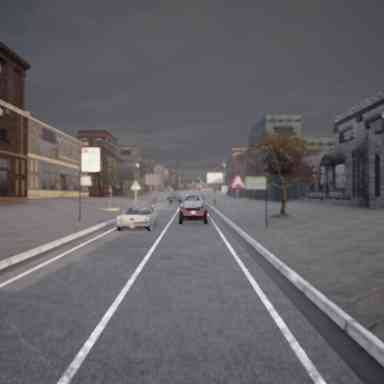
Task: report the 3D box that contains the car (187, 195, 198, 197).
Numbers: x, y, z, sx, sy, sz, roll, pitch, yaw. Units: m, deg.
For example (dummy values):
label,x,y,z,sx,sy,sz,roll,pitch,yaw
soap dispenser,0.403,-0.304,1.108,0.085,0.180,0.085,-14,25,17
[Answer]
label,x,y,z,sx,sy,sz,roll,pitch,yaw
car,0.069,1.175,41.933,2.033,1.649,4.856,0,0,0

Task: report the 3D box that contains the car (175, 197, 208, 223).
label,x,y,z,sx,sy,sz,roll,pitch,yaw
car,0.082,1.364,24.140,2.163,1.488,4.792,0,0,0

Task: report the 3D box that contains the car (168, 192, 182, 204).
label,x,y,z,sx,sy,sz,roll,pitch,yaw
car,-3.066,1.081,61.309,2.150,2.045,5.566,0,-1,0

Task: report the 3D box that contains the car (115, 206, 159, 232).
label,x,y,z,sx,sy,sz,roll,pitch,yaw
car,-3.111,1.493,19.498,1.895,1.301,4.718,0,0,0
